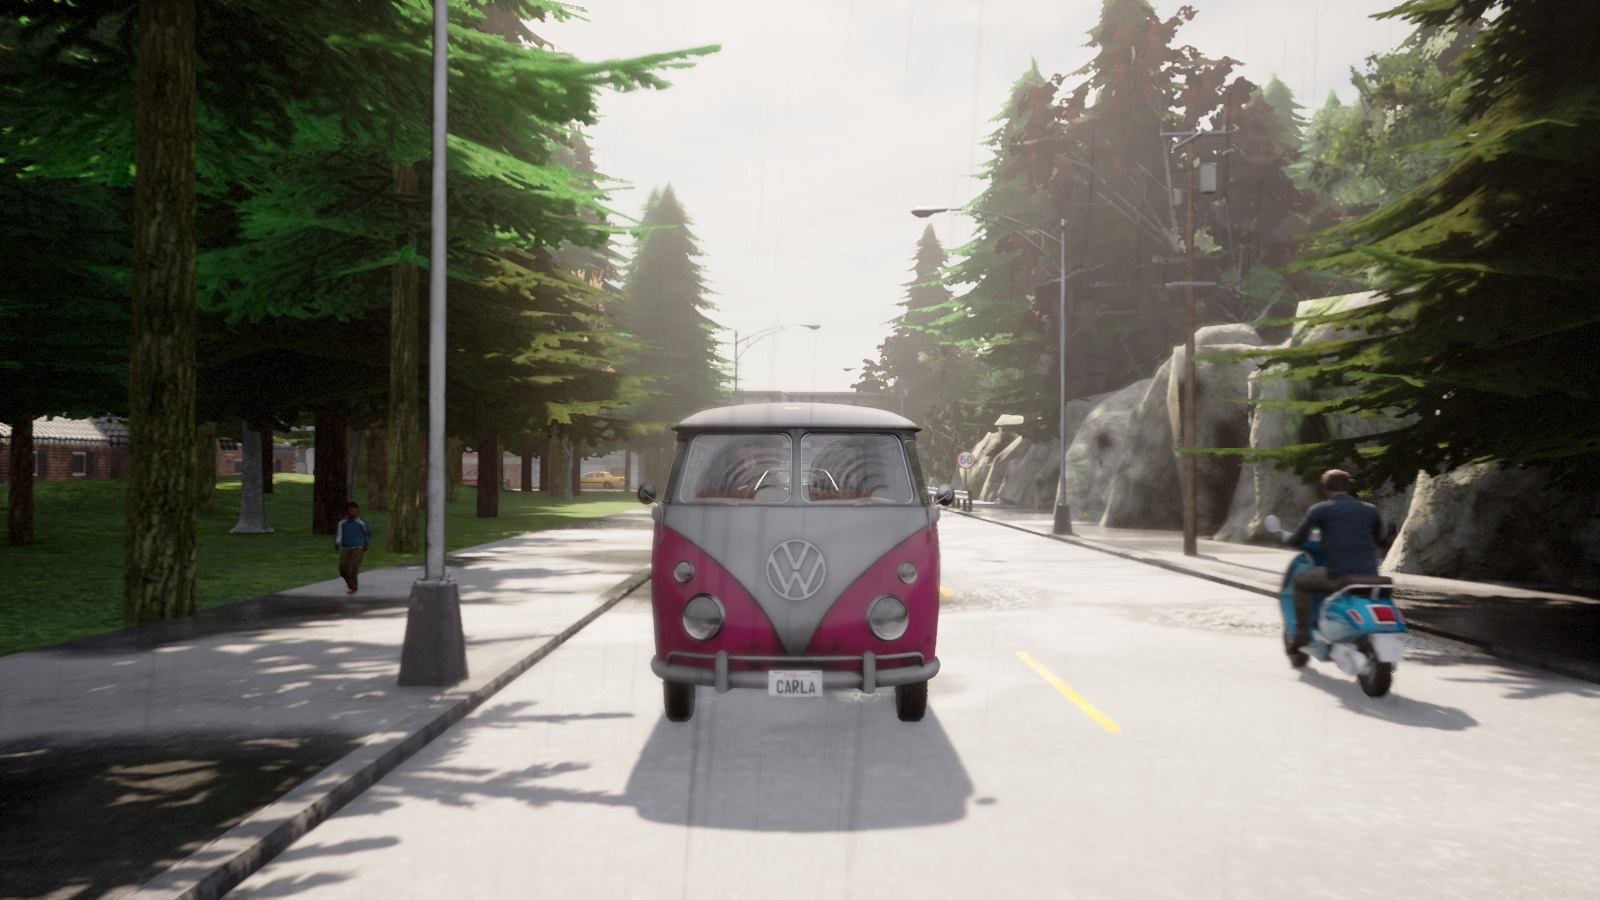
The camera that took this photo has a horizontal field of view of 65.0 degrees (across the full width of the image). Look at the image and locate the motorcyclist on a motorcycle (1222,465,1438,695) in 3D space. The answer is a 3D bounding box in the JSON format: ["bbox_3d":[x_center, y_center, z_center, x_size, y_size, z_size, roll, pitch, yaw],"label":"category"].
[{"bbox_3d":[3.977,0.913,9.614,0.866,1.590,1.817,0,-1,0],"label":"motorcyclist on a motorcycle"}]

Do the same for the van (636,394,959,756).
[{"bbox_3d":[-0.023,0.720,9.147,1.775,1.987,4.442,0,-1,0],"label":"van"}]

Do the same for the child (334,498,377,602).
[{"bbox_3d":[-5.245,1.174,14.838,0.343,1.192,0.448,0,-1,0],"label":"child"}]
